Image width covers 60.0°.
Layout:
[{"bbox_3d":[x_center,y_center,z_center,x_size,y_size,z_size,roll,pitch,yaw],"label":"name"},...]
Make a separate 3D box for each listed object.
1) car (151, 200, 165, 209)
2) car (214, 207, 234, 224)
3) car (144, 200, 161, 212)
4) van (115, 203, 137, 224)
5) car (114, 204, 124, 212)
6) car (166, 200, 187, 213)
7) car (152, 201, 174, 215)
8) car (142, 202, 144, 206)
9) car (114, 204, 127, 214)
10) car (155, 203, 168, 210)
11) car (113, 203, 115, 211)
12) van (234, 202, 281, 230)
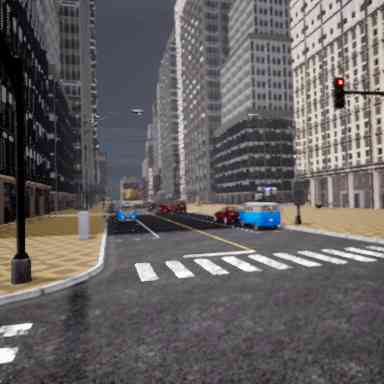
[{"bbox_3d":[-7.355,2.676,71.606,2.192,1.841,5.009,-1,-1,-14],"label":"car"},{"bbox_3d":[3.241,1.946,28.585,1.887,1.381,4.507,-1,-1,-14],"label":"car"},{"bbox_3d":[-6.741,2.637,57.827,1.837,1.490,4.892,-1,-1,-14],"label":"car"},{"bbox_3d":[-6.242,2.058,31.955,1.690,1.788,3.998,-1,-1,-14],"label":"van"},{"bbox_3d":[-14.163,3.018,64.220,1.802,1.307,4.206,-1,-1,-14],"label":"car"},{"bbox_3d":[-2.071,2.197,50.093,2.192,1.841,5.009,-1,-1,-14],"label":"car"},{"bbox_3d":[-4.239,2.434,47.830,1.812,1.442,4.674,-1,-1,-13],"label":"car"},{"bbox_3d":[-10.781,3.127,84.165,1.882,1.535,5.008,-1,-1,-14],"label":"car"},{"bbox_3d":[-11.521,2.748,53.463,2.008,1.369,4.403,-1,-1,-14],"label":"car"},{"bbox_3d":[-6.028,2.807,66.224,1.947,1.339,4.313,-1,-1,-14],"label":"car"},{"bbox_3d":[-10.200,2.643,48.085,1.947,1.339,4.313,-1,-1,-14],"label":"car"},{"bbox_3d":[4.645,1.619,23.233,1.690,1.788,3.998,-1,-1,-14],"label":"van"}]
